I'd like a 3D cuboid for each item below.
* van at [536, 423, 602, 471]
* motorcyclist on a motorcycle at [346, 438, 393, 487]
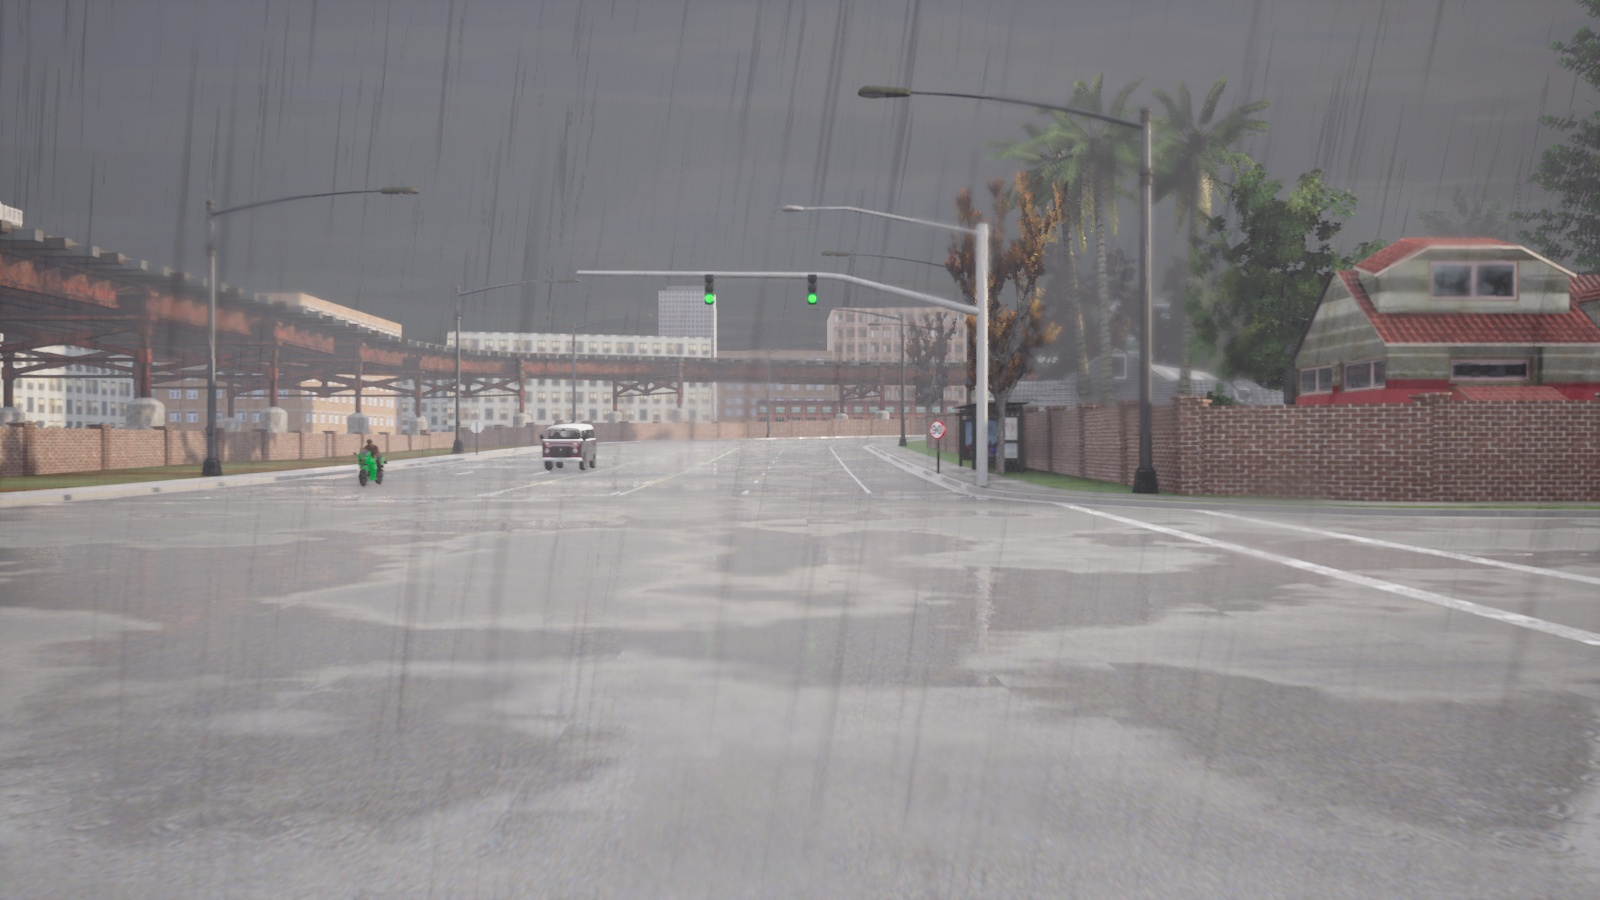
[{"bbox_3d":[-10.174,-0.168,55.534,2.069,2.038,4.480,0,1,0],"label":"van"},{"bbox_3d":[-13.760,0.372,40.213,0.797,1.523,2.044,0,1,0],"label":"motorcyclist on a motorcycle"}]
